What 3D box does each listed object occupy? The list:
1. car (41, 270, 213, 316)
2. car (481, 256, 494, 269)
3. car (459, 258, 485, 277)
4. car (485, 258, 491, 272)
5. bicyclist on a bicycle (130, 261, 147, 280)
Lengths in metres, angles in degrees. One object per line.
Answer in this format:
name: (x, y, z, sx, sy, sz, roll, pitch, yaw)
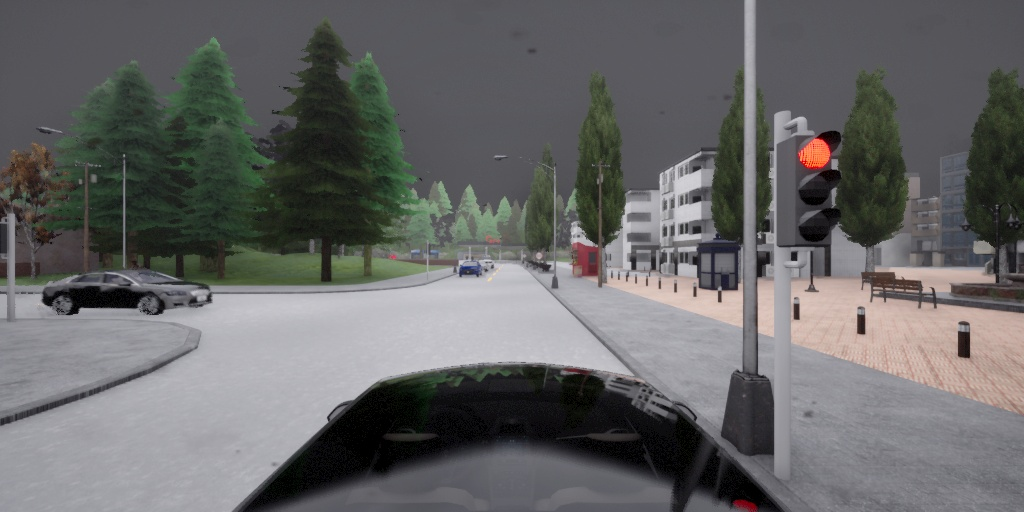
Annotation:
car: (-13.486, 1.241, 12.754, 4.902, 1.511, 2.128, 0, 0, 0)
car: (-4.012, 0.972, 56.411, 2.150, 2.045, 5.566, 0, 0, 0)
car: (-4.081, 1.228, 35.850, 1.882, 1.535, 5.008, 0, 0, 0)
car: (-4.059, 1.276, 46.011, 1.812, 1.442, 4.674, 0, 0, 0)
bicyclist on a bicycle: (-22.132, 1.099, 21.162, 0.582, 1.620, 1.656, 0, 0, 0)
